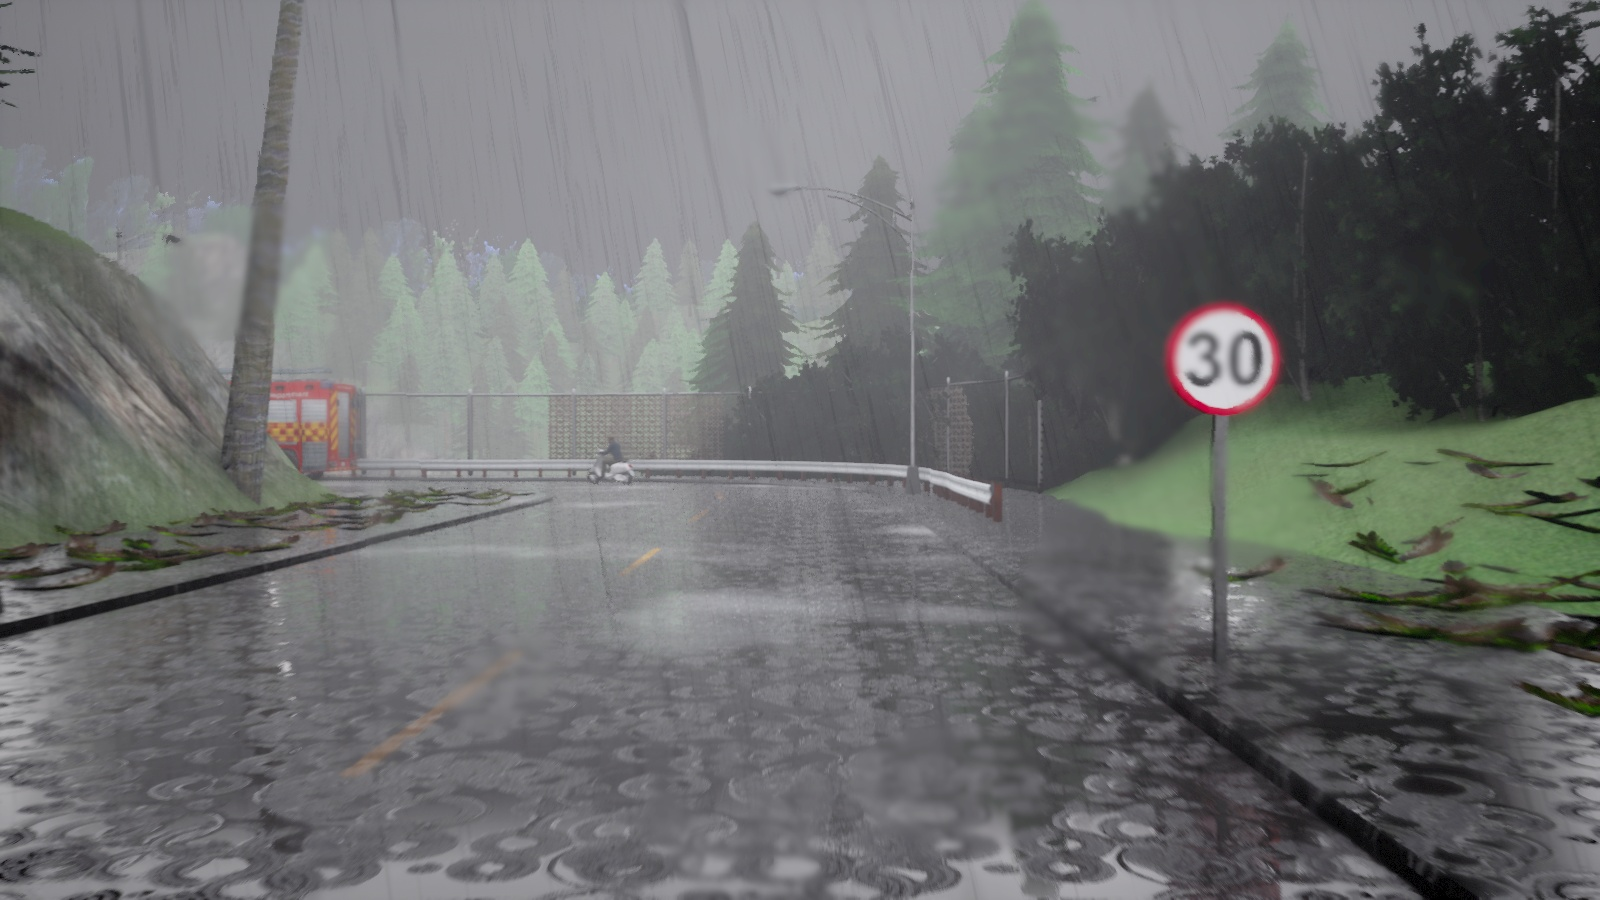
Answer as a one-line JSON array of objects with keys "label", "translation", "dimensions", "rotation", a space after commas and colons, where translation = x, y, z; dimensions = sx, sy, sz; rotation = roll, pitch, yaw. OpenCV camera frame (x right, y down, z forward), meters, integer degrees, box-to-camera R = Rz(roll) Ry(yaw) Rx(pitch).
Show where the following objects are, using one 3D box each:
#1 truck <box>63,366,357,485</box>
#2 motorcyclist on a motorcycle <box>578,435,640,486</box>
[{"label": "truck", "translation": [-19.594, -0.808, 42.067], "dimensions": [8.468, 3.827, 2.891], "rotation": [0, 1, -1]}, {"label": "motorcyclist on a motorcycle", "translation": [-6.198, 0.334, 40.720], "dimensions": [1.817, 1.590, 0.866], "rotation": [0, 2, 28]}]
